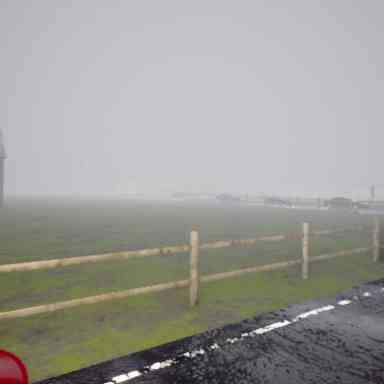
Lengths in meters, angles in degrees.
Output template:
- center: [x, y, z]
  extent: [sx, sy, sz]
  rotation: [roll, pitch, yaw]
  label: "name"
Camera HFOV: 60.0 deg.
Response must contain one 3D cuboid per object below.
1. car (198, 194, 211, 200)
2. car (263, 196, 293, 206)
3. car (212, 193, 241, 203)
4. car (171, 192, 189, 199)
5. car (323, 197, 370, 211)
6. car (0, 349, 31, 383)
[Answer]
- center: [3.255, 0.945, 64.304]
  extent: [1.895, 1.301, 4.718]
  rotation: [1, 1, -35]
  label: "car"
- center: [11.816, 1.228, 45.937]
  extent: [1.994, 1.385, 4.181]
  rotation: [1, 1, -34]
  label: "car"
- center: [5.930, 0.960, 54.195]
  extent: [1.882, 1.535, 5.008]
  rotation: [1, 1, -35]
  label: "car"
- center: [-2.657, 0.668, 72.440]
  extent: [1.837, 1.490, 4.892]
  rotation: [1, 1, -35]
  label: "car"
- center: [17.525, 1.320, 37.900]
  extent: [1.882, 1.535, 5.008]
  rotation: [1, 1, -35]
  label: "car"
- center: [-2.932, 1.514, 0.976]
  extent: [4.674, 1.442, 1.812]
  rotation: [0, 0, -35]
  label: "car"
